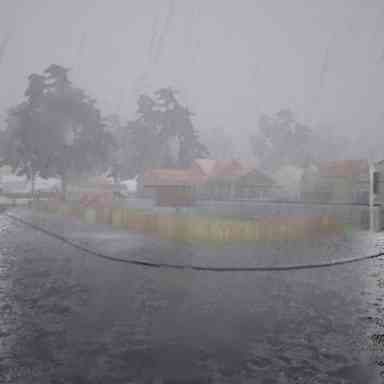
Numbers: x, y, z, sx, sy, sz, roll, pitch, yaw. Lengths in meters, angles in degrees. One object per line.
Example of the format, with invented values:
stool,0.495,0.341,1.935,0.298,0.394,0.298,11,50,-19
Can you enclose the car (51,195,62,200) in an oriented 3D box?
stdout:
car,-28.607,1.305,70.766,1.994,1.381,4.181,0,0,-36
